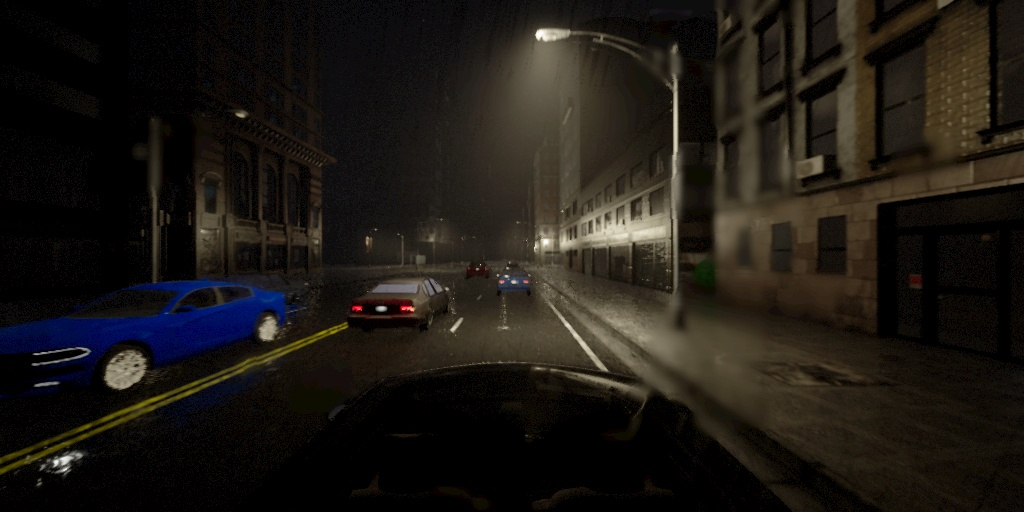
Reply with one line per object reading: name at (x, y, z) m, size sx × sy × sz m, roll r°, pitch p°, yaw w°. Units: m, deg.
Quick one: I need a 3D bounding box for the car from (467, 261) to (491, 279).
car at (-3.140, 1.222, 34.833) m, size 2.097 × 1.767 × 4.553 m, roll 0°, pitch 0°, yaw 0°

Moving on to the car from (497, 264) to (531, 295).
car at (0.099, 1.365, 20.515) m, size 2.033 × 1.411 × 5.357 m, roll 0°, pitch 0°, yaw 0°

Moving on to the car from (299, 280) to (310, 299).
car at (-9.822, 1.341, 13.411) m, size 2.033 × 1.411 × 5.357 m, roll 0°, pitch 0°, yaw 0°

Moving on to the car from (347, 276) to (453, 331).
car at (-3.145, 1.332, 11.141) m, size 2.033 × 1.411 × 5.357 m, roll 0°, pitch 0°, yaw 0°

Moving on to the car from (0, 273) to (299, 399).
car at (-6.592, 1.247, 6.895) m, size 1.882 × 1.535 × 5.008 m, roll 0°, pitch 0°, yaw 0°

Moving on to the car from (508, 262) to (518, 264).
car at (0.112, 1.476, 46.489) m, size 1.994 × 1.385 × 4.181 m, roll 0°, pitch 0°, yaw 0°
